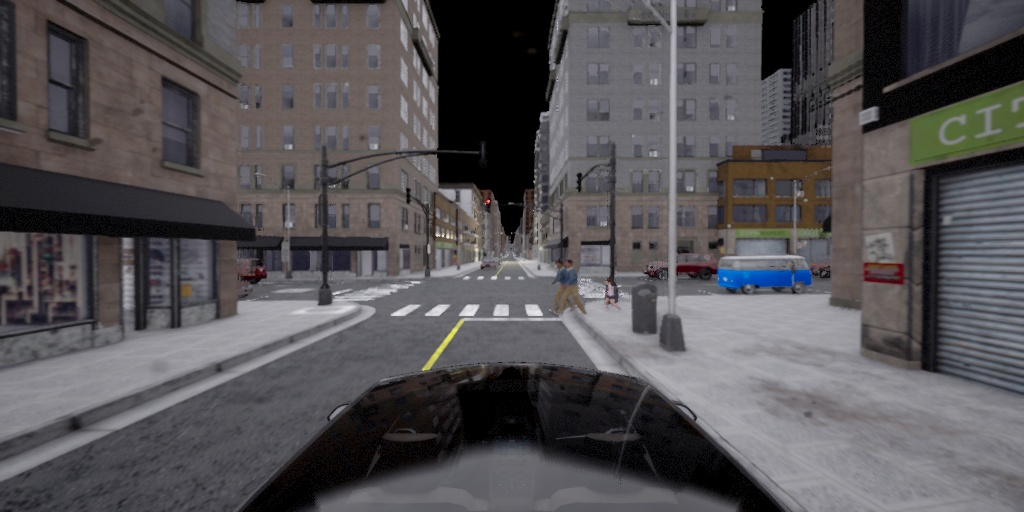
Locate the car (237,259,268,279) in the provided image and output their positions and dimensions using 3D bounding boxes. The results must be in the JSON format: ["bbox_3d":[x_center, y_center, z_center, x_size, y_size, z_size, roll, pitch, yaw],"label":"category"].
[{"bbox_3d":[-20.346,1.143,25.722,5.009,1.841,2.192,0,0,0],"label":"car"}]

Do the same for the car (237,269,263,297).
[{"bbox_3d":[-14.819,1.446,17.211,4.207,1.307,1.802,0,0,0],"label":"car"}]

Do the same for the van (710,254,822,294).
[{"bbox_3d":[12.118,0.873,17.277,3.998,1.789,1.690,0,0,0],"label":"van"}]

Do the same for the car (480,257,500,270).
[{"bbox_3d":[-3.072,1.084,47.246,1.994,1.385,4.181,0,0,0],"label":"car"}]

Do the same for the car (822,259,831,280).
[{"bbox_3d":[22.145,0.900,23.154,4.181,1.385,1.994,-1,1,0],"label":"car"}]

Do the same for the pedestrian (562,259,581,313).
[{"bbox_3d":[1.809,0.958,10.945,0.375,1.860,0.375,0,1,0],"label":"pedestrian"}]

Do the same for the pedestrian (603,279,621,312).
[{"bbox_3d":[3.197,1.218,11.547,0.500,1.100,0.500,0,1,0],"label":"pedestrian"}]

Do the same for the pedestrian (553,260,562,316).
[{"bbox_3d":[1.675,0.987,12.144,0.375,1.860,0.375,0,1,0],"label":"pedestrian"}]

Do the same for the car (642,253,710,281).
[{"bbox_3d":[12.095,0.742,25.802,5.009,1.841,2.192,0,0,0],"label":"car"}]
